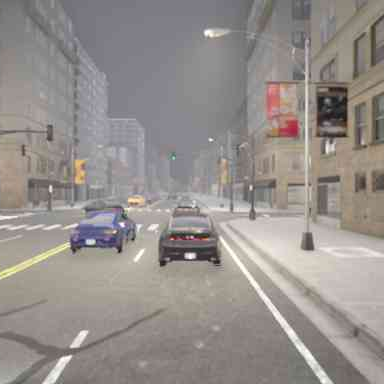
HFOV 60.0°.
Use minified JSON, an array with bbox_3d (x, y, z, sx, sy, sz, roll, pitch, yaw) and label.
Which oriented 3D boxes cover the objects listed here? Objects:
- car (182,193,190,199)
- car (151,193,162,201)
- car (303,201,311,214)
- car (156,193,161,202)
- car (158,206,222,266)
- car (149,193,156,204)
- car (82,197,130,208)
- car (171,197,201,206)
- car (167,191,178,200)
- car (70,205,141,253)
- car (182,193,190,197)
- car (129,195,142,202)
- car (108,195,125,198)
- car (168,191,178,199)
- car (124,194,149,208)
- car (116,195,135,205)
[{"bbox_3d":[-1.612,1.034,85.550,1.882,1.535,5.008,0,0,-1],"label":"car"},{"bbox_3d":[-7.897,1.097,74.209,1.837,1.490,4.892,0,0,-1],"label":"car"},{"bbox_3d":[13.171,1.113,30.481,5.566,2.045,2.150,0,0,-1],"label":"car"},{"bbox_3d":[-7.703,1.240,64.128,1.994,1.385,4.181,0,0,-1],"label":"car"},{"bbox_3d":[-0.089,1.446,11.311,1.837,1.490,4.892,0,0,-1],"label":"car"},{"bbox_3d":[-7.573,1.080,54.335,2.097,1.767,4.553,0,0,-2],"label":"car"},{"bbox_3d":[-7.135,1.369,26.264,1.837,1.490,4.892,3,-1,-40],"label":"car"},{"bbox_3d":[-0.359,1.367,24.540,2.128,1.511,4.902,0,0,-1],"label":"car"},{"bbox_3d":[-4.665,1.115,75.201,1.837,1.490,4.892,0,0,-1],"label":"car"},{"bbox_3d":[-3.376,1.458,13.223,1.812,1.442,4.674,0,0,-1],"label":"car"},{"bbox_3d":[-1.421,1.206,75.560,1.895,1.301,4.718,0,0,-1],"label":"car"},{"bbox_3d":[-10.964,1.276,64.660,1.895,1.301,4.718,0,0,-1],"label":"car"},{"bbox_3d":[-10.726,1.270,44.886,2.128,1.511,4.902,0,0,-4],"label":"car"},{"bbox_3d":[-4.862,0.783,85.517,2.150,2.045,5.566,0,0,-1],"label":"car"},{"bbox_3d":[-7.427,1.253,45.073,1.882,1.535,5.008,0,0,-1],"label":"car"},{"bbox_3d":[-10.834,1.276,54.632,2.033,1.411,5.357,0,0,0],"label":"car"}]
